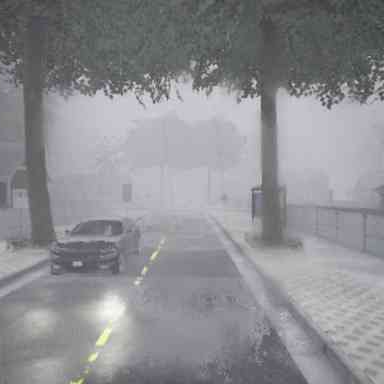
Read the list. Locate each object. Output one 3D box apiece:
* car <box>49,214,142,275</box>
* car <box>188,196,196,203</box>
[{"bbox_3d":[-2.846,1.521,10.765,1.882,1.535,5.008,0,0,0],"label":"car"},{"bbox_3d":[0.027,2.135,84.982,1.994,1.385,4.181,0,-1,0],"label":"car"}]
